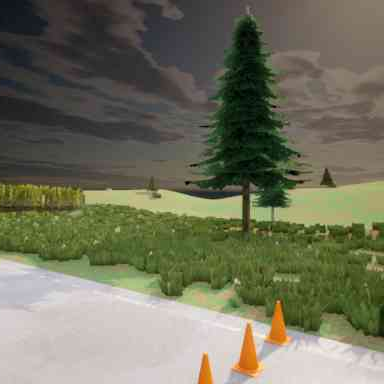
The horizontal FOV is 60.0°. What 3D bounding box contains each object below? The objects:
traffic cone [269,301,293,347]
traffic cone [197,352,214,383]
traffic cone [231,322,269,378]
[{"bbox_3d":[1.310,1.955,5.057,0.340,0.580,0.340,0,0,36],"label":"traffic cone"},{"bbox_3d":[0.140,1.955,3.434,0.340,0.580,0.340,0,0,36],"label":"traffic cone"},{"bbox_3d":[0.725,1.955,4.246,0.340,0.580,0.340,0,0,36],"label":"traffic cone"}]
